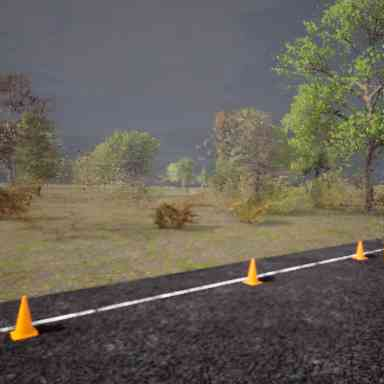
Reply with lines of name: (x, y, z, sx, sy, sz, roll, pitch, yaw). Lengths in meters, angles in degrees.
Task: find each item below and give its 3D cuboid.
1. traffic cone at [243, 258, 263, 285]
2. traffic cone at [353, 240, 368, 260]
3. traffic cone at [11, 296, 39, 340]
traffic cone: (1.480, 1.901, 8.056, 0.340, 0.580, 0.340, 0, 1, -35)
traffic cone: (5.552, 1.894, 10.958, 0.340, 0.580, 0.340, 0, 1, -35)
traffic cone: (-2.592, 1.909, 5.153, 0.340, 0.580, 0.340, 0, 1, -35)
